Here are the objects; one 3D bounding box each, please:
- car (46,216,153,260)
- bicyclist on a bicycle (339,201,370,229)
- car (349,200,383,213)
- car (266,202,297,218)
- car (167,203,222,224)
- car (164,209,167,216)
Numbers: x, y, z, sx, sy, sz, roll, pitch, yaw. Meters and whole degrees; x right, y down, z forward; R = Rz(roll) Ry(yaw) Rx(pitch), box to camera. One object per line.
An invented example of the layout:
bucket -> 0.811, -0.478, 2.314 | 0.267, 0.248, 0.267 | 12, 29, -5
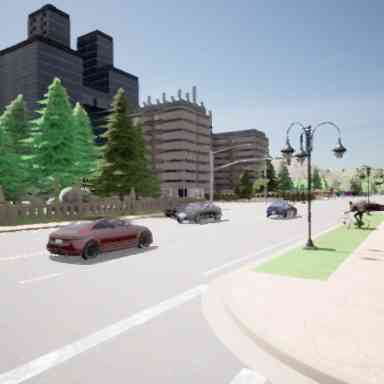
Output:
car -> -3.430, 1.646, 13.002 | 1.994, 1.385, 4.181 | 0, 0, 33
bicyclist on a bicycle -> 9.423, 1.355, 19.376 | 1.656, 1.620, 0.582 | -1, 0, 33
car -> 20.432, 1.640, 38.678 | 4.181, 1.385, 1.994 | 0, 0, -17
car -> 8.408, 1.623, 31.180 | 1.812, 1.442, 4.674 | 0, 0, 33
car -> 0.603, 1.602, 25.932 | 2.128, 1.511, 4.902 | 0, 0, 33
car -> -0.529, 1.731, 30.584 | 1.895, 1.301, 4.718 | 0, 0, 33
